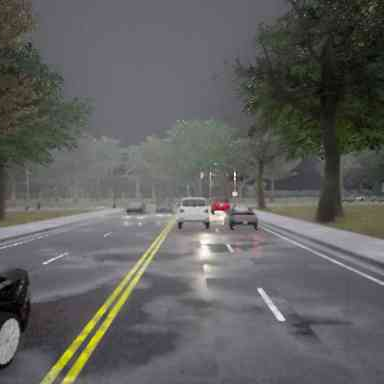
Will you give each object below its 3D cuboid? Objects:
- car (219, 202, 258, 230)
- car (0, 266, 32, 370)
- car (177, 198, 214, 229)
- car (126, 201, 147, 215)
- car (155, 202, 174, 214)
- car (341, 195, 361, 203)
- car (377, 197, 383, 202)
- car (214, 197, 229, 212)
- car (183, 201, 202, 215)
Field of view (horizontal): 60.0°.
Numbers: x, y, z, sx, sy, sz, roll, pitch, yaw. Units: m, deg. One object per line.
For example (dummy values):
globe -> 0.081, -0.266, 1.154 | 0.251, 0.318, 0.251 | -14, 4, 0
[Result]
car -> 3.337, 1.727, 23.150 | 2.128, 1.511, 4.902 | 0, 0, 0
car -> -3.336, 1.511, 2.928 | 1.882, 1.535, 5.008 | 0, 0, 0
car -> 0.100, 1.453, 23.991 | 2.150, 2.045, 5.566 | 0, -2, -1
car -> -6.571, 1.854, 39.498 | 1.882, 1.535, 5.008 | 0, -1, 0
car -> -3.312, 1.951, 40.664 | 1.994, 1.385, 4.181 | 0, -1, 0
car -> 35.562, 1.920, 76.366 | 5.008, 1.535, 1.882 | 0, -1, -23
car -> 49.032, 2.042, 81.988 | 4.902, 1.511, 2.128 | 0, -1, -23
car -> 3.341, 1.602, 40.112 | 2.150, 2.045, 5.566 | 0, -1, 0
car -> 0.088, 1.875, 40.236 | 2.128, 1.511, 4.902 | 0, 0, 0
